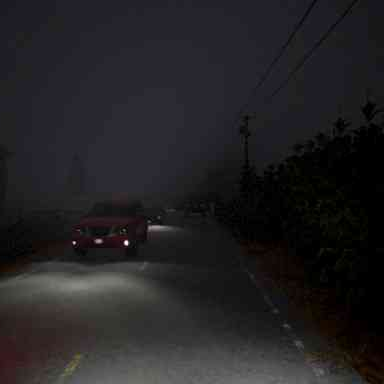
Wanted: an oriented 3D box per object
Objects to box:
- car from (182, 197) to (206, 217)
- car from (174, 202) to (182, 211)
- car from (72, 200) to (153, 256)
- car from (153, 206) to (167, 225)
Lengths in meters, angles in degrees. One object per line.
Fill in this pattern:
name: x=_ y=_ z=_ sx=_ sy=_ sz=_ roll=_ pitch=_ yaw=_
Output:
car: x=0.332 y=1.600 z=35.768 sx=2.150 sy=2.045 sz=5.566 roll=0 pitch=-1 yaw=1
car: x=-0.848 y=2.058 z=46.945 sx=1.994 sy=1.385 sz=4.181 roll=0 pitch=-1 yaw=-31
car: x=-3.202 y=1.368 z=14.166 sx=2.150 sy=2.045 sz=5.566 roll=0 pitch=-1 yaw=0
car: x=-3.108 y=1.831 z=27.289 sx=2.033 sy=1.411 sz=5.357 roll=0 pitch=-1 yaw=1
